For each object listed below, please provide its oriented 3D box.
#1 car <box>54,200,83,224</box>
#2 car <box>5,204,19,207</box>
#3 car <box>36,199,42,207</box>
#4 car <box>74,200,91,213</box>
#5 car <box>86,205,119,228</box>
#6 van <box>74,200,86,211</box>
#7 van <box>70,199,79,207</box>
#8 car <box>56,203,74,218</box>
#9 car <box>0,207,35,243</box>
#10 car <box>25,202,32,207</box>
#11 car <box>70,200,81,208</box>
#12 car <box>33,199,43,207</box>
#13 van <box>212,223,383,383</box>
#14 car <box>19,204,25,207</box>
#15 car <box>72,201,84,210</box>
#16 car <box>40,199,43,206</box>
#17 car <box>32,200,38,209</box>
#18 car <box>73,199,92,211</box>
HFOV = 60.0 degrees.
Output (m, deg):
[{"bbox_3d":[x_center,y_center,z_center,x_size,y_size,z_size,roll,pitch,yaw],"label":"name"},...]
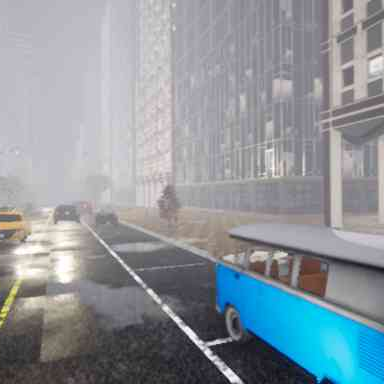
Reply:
[{"bbox_3d":[-11.231,1.858,29.833,2.097,1.767,4.553,0,-1,-22],"label":"car"},{"bbox_3d":[-18.667,2.212,32.872,1.802,1.307,4.206,-1,-1,-22],"label":"car"},{"bbox_3d":[-33.353,2.810,69.844,2.008,1.369,4.403,-1,-1,-22],"label":"car"},{"bbox_3d":[-17.179,2.165,51.815,2.192,1.841,5.009,-1,-1,-22],"label":"car"},{"bbox_3d":[-6.684,1.949,25.404,2.008,1.369,4.403,-1,-1,-22],"label":"car"},{"bbox_3d":[-19.276,2.281,57.096,1.690,1.788,3.998,-1,-1,-22],"label":"van"},{"bbox_3d":[-27.667,2.639,78.221,1.690,1.788,3.998,-1,-1,-22],"label":"van"},{"bbox_3d":[-15.309,2.188,40.095,1.837,1.490,4.892,0,0,-21],"label":"car"},{"bbox_3d":[-9.836,1.819,17.945,1.882,1.535,5.008,0,-1,-22],"label":"car"},{"bbox_3d":[-24.899,2.423,48.560,1.752,1.417,4.829,-1,-1,-22],"label":"car"},{"bbox_3d":[-25.568,2.649,72.939,1.967,1.590,4.097,-1,-1,-22],"label":"car"},{"bbox_3d":[-39.652,2.842,85.691,2.192,1.841,5.009,-1,-1,-22],"label":"car"},{"bbox_3d":[1.703,1.377,4.280,1.690,1.788,3.998,-1,-1,-22],"label":"van"},{"bbox_3d":[-20.768,2.161,38.155,1.967,1.590,4.097,-1,-1,-22],"label":"car"},{"bbox_3d":[-21.371,2.470,62.376,1.967,1.590,4.097,-1,-1,-22],"label":"car"},{"bbox_3d":[-37.551,2.878,80.408,1.967,1.590,4.097,-1,-1,-22],"label":"car"},{"bbox_3d":[-29.157,2.646,59.281,1.947,1.339,4.313,-1,-1,-22],"label":"car"},{"bbox_3d":[-15.081,2.075,46.533,2.192,1.841,5.009,-1,-1,-22],"label":"car"}]
